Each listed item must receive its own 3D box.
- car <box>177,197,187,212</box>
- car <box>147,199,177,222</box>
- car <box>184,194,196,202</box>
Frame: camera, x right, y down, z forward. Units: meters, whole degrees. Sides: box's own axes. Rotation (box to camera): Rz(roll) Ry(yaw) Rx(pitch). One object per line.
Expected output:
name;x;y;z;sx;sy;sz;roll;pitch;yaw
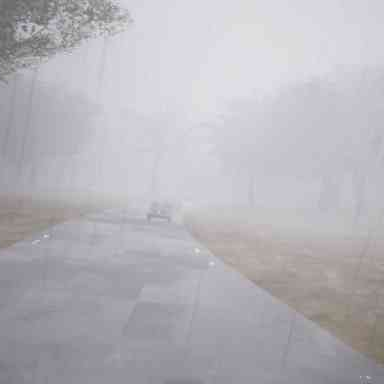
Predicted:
car;-2.144;1.517;39.144;1.895;1.301;4.718;5;0;6
car;-2.426;1.465;25.888;2.033;1.411;5.357;5;0;-2
car;-0.391;1.152;65.582;1.882;1.535;5.008;5;1;12
